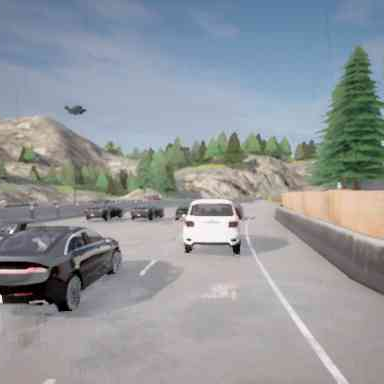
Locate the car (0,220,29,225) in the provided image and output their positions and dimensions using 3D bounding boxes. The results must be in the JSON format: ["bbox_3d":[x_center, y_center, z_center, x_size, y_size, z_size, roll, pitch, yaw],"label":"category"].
[{"bbox_3d":[-6.293,1.667,12.128,1.895,1.301,4.718,0,0,5],"label":"car"}]

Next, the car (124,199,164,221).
[{"bbox_3d":[-3.822,1.688,29.194,2.128,1.511,4.902,0,0,11],"label":"car"}]

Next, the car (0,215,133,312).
[{"bbox_3d":[-3.078,1.538,7.815,2.128,1.511,4.902,0,0,3],"label":"car"}]

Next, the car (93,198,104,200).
[{"bbox_3d":[-16.490,1.981,61.190,1.895,1.301,4.718,0,0,21],"label":"car"}]

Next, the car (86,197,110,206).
[{"bbox_3d":[-18.489,1.883,65.600,1.882,1.535,5.008,0,0,22],"label":"car"}]

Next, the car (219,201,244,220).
[{"bbox_3d":[3.841,1.717,31.573,1.882,1.535,5.008,0,0,13],"label":"car"}]

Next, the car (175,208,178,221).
[{"bbox_3d":[-0.159,1.717,29.657,1.837,1.490,4.892,0,0,12],"label":"car"}]

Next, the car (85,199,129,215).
[{"bbox_3d":[-7.467,1.672,28.789,2.128,1.511,4.902,0,0,11],"label":"car"}]

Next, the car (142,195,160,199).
[{"bbox_3d":[-8.065,1.649,63.377,2.150,2.045,5.566,0,0,23],"label":"car"}]

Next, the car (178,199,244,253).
[{"bbox_3d":[0.946,1.329,14.424,2.150,2.045,5.566,0,0,6],"label":"car"}]
